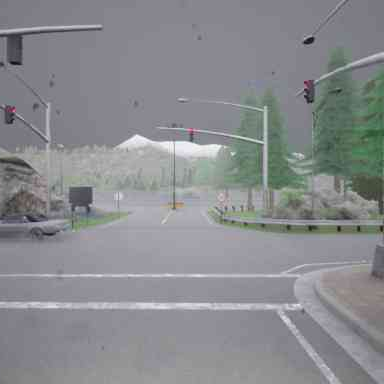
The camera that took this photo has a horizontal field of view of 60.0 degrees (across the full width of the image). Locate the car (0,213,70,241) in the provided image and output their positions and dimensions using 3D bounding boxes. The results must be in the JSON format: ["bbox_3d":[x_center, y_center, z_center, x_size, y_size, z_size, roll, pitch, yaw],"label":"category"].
[{"bbox_3d":[-8.875,1.768,16.978,4.718,1.301,1.895,-1,0,0],"label":"car"}]
